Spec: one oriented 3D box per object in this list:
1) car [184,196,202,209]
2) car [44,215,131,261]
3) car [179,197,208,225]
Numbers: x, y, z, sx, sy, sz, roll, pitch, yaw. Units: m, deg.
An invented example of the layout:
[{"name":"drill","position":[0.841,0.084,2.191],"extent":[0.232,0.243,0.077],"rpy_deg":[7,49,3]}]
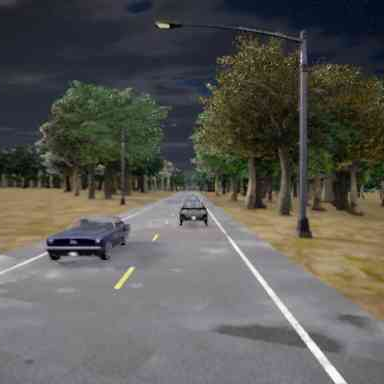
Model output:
[{"name":"car","position":[0.112,1.270,41.919],"extent":[2.033,1.411,5.357],"rpy_deg":[0,1,0]},{"name":"car","position":[-3.584,1.564,12.283],"extent":[1.895,1.301,4.718],"rpy_deg":[0,0,0]},{"name":"car","position":[0.107,1.377,23.035],"extent":[2.128,1.511,4.902],"rpy_deg":[0,0,0]}]
